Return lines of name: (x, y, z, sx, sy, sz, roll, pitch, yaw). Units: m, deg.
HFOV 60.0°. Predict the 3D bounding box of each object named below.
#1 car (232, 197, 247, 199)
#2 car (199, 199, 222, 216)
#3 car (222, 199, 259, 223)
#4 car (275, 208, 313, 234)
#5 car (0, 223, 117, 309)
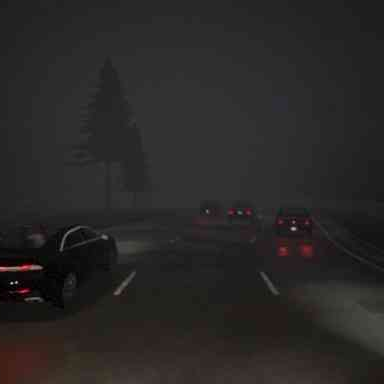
car: (5.702, 1.383, 40.673, 2.128, 1.511, 4.902, 0, 0, -14)
car: (1.960, 1.420, 31.054, 1.837, 1.490, 4.892, 0, 0, 15)
car: (3.981, 1.479, 25.283, 2.033, 1.411, 5.357, 0, 0, 16)
car: (5.743, 1.550, 18.896, 1.895, 1.301, 4.718, 0, 0, 16)
car: (-3.177, 1.470, 7.808, 2.128, 1.511, 4.902, 0, 0, 3)
